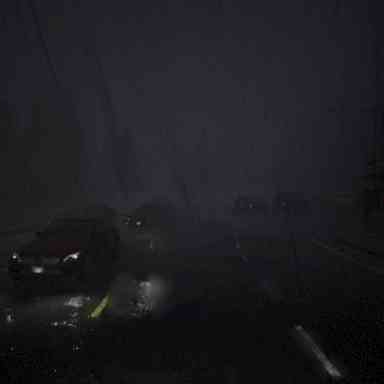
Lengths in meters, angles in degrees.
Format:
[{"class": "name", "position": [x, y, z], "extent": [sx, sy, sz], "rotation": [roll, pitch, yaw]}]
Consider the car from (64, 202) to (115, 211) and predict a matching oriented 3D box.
[{"class": "car", "position": [-6.120, 1.381, 19.292], "extent": [1.882, 1.535, 5.008], "rotation": [0, 0, 10]}]

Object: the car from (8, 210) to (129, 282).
[{"class": "car", "position": [-3.378, 1.476, 9.800], "extent": [1.812, 1.442, 4.674], "rotation": [0, 0, 2]}]

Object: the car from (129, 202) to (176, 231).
[{"class": "car", "position": [-2.299, 1.405, 19.998], "extent": [1.837, 1.490, 4.892], "rotation": [0, 0, 13]}]

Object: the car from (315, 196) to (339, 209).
[{"class": "car", "position": [15.983, 1.320, 41.625], "extent": [4.674, 1.442, 1.812], "rotation": [0, 0, -36]}]

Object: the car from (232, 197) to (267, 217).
[{"class": "car", "position": [5.417, 1.202, 30.127], "extent": [2.097, 1.767, 4.553], "rotation": [0, 0, 32]}]

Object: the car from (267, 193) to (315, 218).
[{"class": "car", "position": [8.743, 1.075, 29.001], "extent": [2.150, 2.045, 5.566], "rotation": [0, 0, 32]}]

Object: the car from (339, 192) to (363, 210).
[{"class": "car", "position": [19.801, 1.020, 40.092], "extent": [5.566, 2.045, 2.150], "rotation": [0, 0, -33]}]
